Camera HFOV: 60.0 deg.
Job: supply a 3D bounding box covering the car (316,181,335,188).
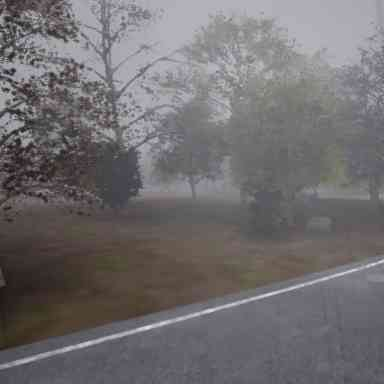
[{"bbox_3d":[30.567,-1.965,74.820,5.566,2.045,2.150,-7,4,-40],"label":"car"}]
